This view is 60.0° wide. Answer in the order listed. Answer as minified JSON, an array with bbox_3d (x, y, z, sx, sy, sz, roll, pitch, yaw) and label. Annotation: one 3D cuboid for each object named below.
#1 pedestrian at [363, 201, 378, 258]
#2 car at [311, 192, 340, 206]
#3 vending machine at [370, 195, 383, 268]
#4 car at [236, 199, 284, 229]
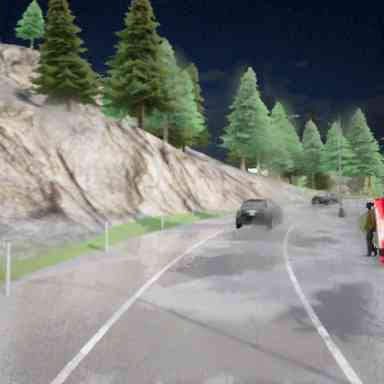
[{"bbox_3d":[5.829,1.204,10.868,0.375,1.860,0.375,4,-3,14],"label":"pedestrian"},{"bbox_3d":[14.794,0.770,36.586,4.674,1.442,1.812,-3,0,-45],"label":"car"},{"bbox_3d":[6.089,1.118,9.842,1.100,2.100,0.880,-4,-5,12],"label":"vending machine"},{"bbox_3d":[4.275,1.187,20.484,2.097,1.767,4.553,-1,1,25],"label":"car"}]
